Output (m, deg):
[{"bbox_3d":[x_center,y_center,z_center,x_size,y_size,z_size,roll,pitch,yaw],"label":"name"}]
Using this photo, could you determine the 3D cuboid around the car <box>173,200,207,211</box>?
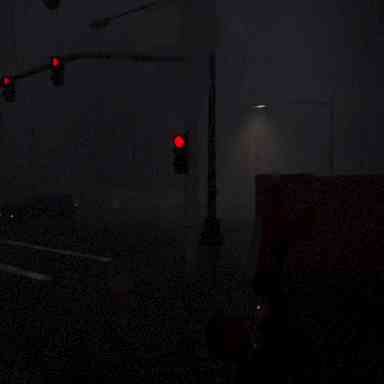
[{"bbox_3d":[-0.153,1.575,40.475,1.895,1.301,4.718,0,0,36],"label":"car"}]

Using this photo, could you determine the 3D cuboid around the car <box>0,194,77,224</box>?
[{"bbox_3d":[-11.369,1.195,24.913,2.150,2.045,5.566,0,0,36],"label":"car"}]
